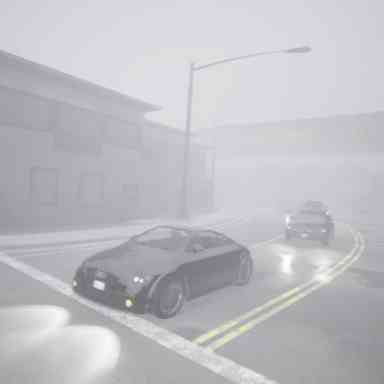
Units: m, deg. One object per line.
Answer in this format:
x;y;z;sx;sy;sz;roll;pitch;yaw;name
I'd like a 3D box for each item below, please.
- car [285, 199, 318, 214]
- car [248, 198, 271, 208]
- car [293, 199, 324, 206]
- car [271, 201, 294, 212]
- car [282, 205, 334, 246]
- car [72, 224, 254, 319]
14.036;1.807;42.963;2.128;1.511;4.902;4;0;-8;car
11.016;1.752;54.068;1.837;1.490;4.892;4;-1;-21;car
9.877;1.487;27.208;2.097;1.767;4.553;3;1;11;car
10.925;1.711;37.811;1.895;1.301;4.718;4;0;-2;car
5.856;1.611;16.239;1.812;1.442;4.674;3;1;27;car
-0.339;1.429;7.153;1.994;1.385;4.181;3;0;37;car
